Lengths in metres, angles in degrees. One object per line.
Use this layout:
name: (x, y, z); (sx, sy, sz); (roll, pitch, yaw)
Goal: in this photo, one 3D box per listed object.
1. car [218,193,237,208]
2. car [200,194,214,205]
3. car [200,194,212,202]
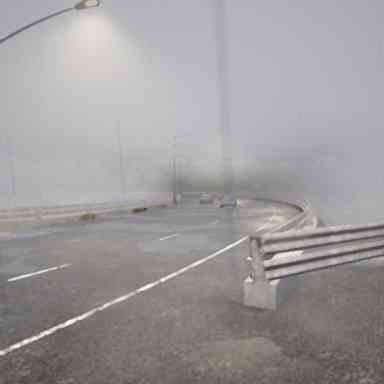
car: (4.509, 1.221, 40.562); (2.033, 1.411, 5.357); (0, 0, 10)
car: (2.260, 1.116, 50.516); (2.128, 1.511, 4.902); (0, 0, 6)
car: (2.642, 1.052, 63.749); (1.812, 1.442, 4.674); (-1, 0, -3)
